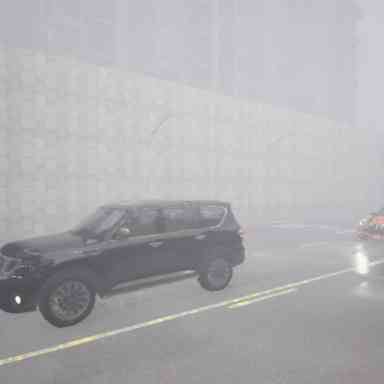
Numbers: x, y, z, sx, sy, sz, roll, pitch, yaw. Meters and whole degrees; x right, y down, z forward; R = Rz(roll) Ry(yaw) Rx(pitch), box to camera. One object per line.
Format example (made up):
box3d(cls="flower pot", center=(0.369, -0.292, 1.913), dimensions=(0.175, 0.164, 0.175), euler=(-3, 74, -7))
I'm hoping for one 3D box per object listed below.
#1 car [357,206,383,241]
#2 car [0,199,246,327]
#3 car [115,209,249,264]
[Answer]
box3d(cls="car", center=(9.699, 1.351, 15.522), dimensions=(4.553, 1.767, 2.097), euler=(0, 0, -36))
box3d(cls="car", center=(-1.253, 1.218, 7.431), dimensions=(5.566, 2.045, 2.150), euler=(-1, 0, -37))
box3d(cls="car", center=(-0.232, 1.504, 12.532), dimensions=(4.892, 1.490, 1.837), euler=(0, 0, -36))
